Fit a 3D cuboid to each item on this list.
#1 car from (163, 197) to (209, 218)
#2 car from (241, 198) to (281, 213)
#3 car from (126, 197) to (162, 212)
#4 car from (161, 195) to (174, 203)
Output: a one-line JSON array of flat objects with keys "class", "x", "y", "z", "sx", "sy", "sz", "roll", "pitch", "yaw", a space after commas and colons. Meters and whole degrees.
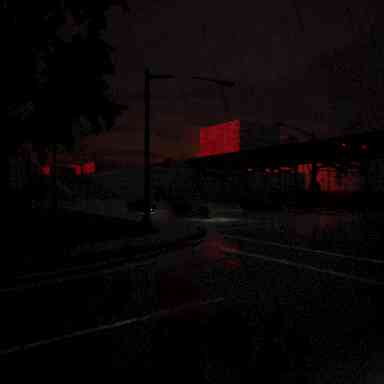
[{"class": "car", "x": -0.382, "y": 1.476, "z": 30.508, "sx": 1.882, "sy": 1.535, "sz": 5.008, "roll": 0, "pitch": 0, "yaw": -34}, {"class": "car", "x": 7.727, "y": 1.472, "z": 37.627, "sx": 1.882, "sy": 1.535, "sz": 5.008, "roll": 0, "pitch": 0, "yaw": -34}, {"class": "car", "x": -5.900, "y": 1.547, "z": 38.794, "sx": 2.033, "sy": 1.411, "sz": 5.357, "roll": 0, "pitch": 0, "yaw": -33}, {"class": "car", "x": -4.814, "y": 1.350, "z": 62.545, "sx": 2.097, "sy": 1.767, "sz": 4.553, "roll": 0, "pitch": 0, "yaw": -34}]
